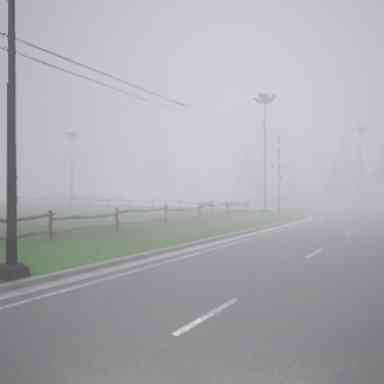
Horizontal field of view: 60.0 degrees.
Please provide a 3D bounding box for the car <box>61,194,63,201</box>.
[{"bbox_3d":[-30.162,1.329,76.974,4.892,1.490,1.837,0,0,35],"label":"car"}]

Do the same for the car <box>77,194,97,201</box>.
[{"bbox_3d":[-26.157,1.337,82.715,4.902,1.511,2.128,0,0,35],"label":"car"}]

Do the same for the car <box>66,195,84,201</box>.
[{"bbox_3d":[-28.159,1.371,79.844,4.181,1.385,1.994,0,0,35],"label":"car"}]

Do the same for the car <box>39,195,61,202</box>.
[{"bbox_3d":[-32.165,1.317,74.104,5.008,1.535,1.882,0,0,35],"label":"car"}]

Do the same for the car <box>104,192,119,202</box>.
[{"bbox_3d":[-19.513,1.104,73.812,5.566,2.045,2.150,0,0,35],"label":"car"}]

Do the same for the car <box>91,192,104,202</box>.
[{"bbox_3d":[-21.779,1.241,71.126,4.553,1.767,2.097,0,0,35],"label":"car"}]

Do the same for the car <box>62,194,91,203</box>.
[{"bbox_3d":[-23.642,1.419,68.158,4.902,1.511,2.128,0,0,35],"label":"car"}]

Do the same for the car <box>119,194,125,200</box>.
[{"bbox_3d":[-17.709,1.226,76.821,4.553,1.767,2.097,0,0,35],"label":"car"}]
